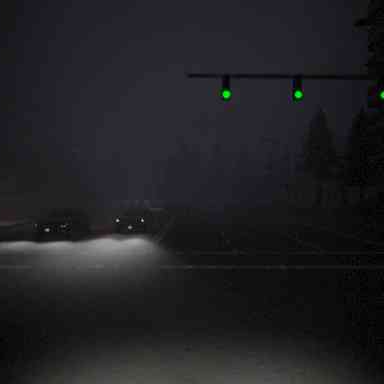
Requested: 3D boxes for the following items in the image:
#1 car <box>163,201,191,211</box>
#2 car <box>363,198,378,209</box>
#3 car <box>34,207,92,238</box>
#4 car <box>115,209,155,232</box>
[{"bbox_3d":[-2.141,1.888,44.897,1.895,1.301,4.718,0,0,-32],"label":"car"},{"bbox_3d":[25.800,1.607,45.688,4.553,1.767,2.097,0,0,0],"label":"car"},{"bbox_3d":[-7.068,1.633,18.712,1.837,1.490,4.892,0,0,0],"label":"car"},{"bbox_3d":[-3.555,1.747,21.349,1.895,1.301,4.718,0,0,1],"label":"car"}]
